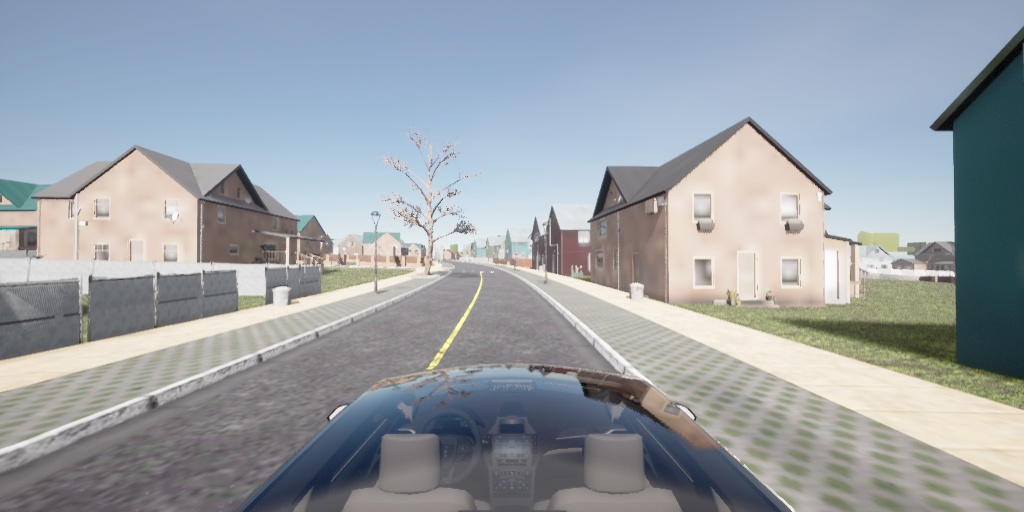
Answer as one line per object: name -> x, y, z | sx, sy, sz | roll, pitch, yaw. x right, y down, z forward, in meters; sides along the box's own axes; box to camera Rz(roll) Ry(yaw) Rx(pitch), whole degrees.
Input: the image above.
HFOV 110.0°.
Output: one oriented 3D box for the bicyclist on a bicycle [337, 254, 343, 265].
bicyclist on a bicycle -> -24.959, 0.585, 51.967 | 0.582, 1.620, 1.656 | 1, 0, 3
